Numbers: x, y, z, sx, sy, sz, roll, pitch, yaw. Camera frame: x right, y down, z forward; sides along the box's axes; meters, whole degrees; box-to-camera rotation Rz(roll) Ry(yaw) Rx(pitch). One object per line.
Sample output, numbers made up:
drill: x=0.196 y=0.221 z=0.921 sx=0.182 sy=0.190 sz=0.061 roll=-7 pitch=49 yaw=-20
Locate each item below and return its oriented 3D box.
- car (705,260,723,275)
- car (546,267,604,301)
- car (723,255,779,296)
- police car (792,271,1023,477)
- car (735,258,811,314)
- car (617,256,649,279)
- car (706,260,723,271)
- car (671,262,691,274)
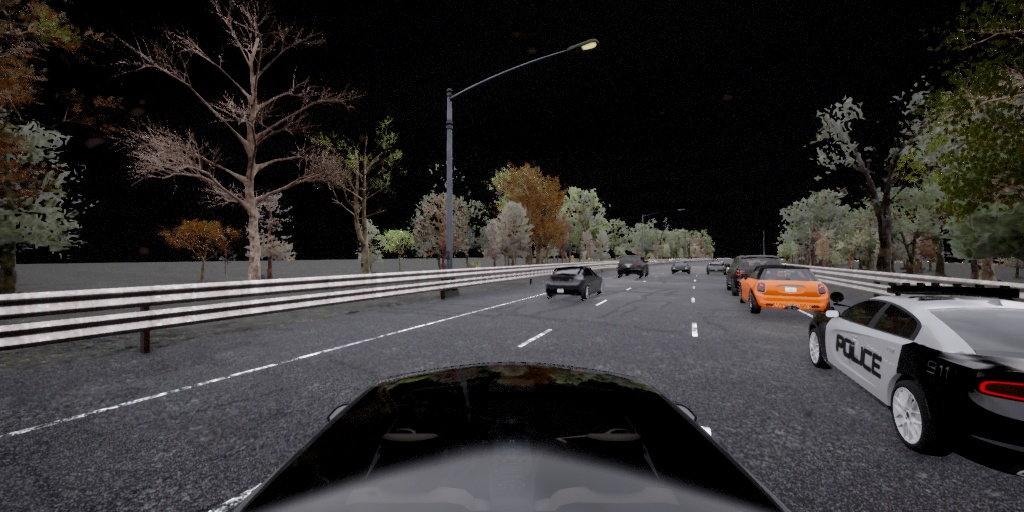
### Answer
car: x=22.407 y=1.261 z=39.332 sx=2.128 sy=1.511 sz=4.902 roll=0 pitch=0 yaw=29
car: x=3.191 y=1.256 z=17.690 sx=1.837 sy=1.490 sz=4.892 roll=0 pitch=0 yaw=27
car: x=12.626 y=0.978 z=18.758 sx=2.150 sy=2.045 sz=5.566 roll=0 pitch=0 yaw=27
police car: x=5.603 y=1.175 z=4.695 sx=1.930 sy=1.638 sz=5.238 roll=0 pitch=0 yaw=26
car: x=9.918 y=1.102 z=13.421 sx=2.097 sy=1.767 sz=4.553 roll=0 pitch=0 yaw=27
car: x=11.333 y=0.983 z=33.410 sx=2.150 sy=2.045 sz=5.566 roll=0 pitch=0 yaw=28
car: x=28.854 y=1.333 z=50.974 sx=2.033 sy=1.411 sz=5.357 roll=0 pitch=0 yaw=30
car: x=19.294 y=1.370 z=40.810 sx=1.895 sy=1.301 sz=4.718 roll=0 pitch=0 yaw=29
